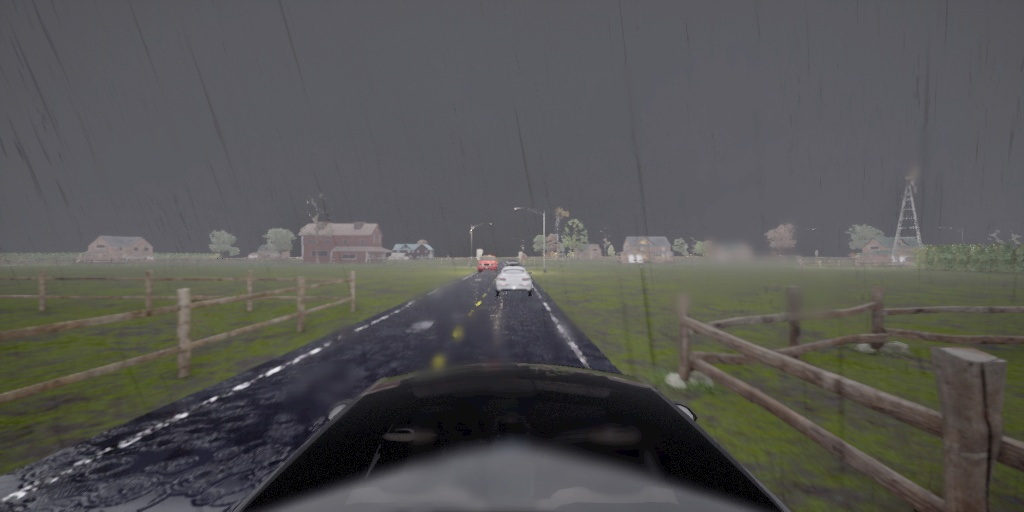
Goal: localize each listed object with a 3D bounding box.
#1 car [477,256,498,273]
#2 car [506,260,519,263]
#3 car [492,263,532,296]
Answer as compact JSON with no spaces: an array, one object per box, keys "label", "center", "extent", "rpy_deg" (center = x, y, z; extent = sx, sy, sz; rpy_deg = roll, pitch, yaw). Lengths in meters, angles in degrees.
[{"label":"car","center":[-2.845,0.957,42.873],"extent":[2.150,2.045,5.566],"rpy_deg":[0,0,0]},{"label":"car","center":[0.087,1.240,39.956],"extent":[1.837,1.490,4.892],"rpy_deg":[0,0,0]},{"label":"car","center":[0.094,1.270,19.355],"extent":[1.812,1.442,4.674],"rpy_deg":[0,0,0]}]
